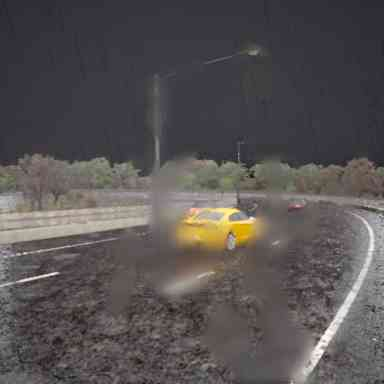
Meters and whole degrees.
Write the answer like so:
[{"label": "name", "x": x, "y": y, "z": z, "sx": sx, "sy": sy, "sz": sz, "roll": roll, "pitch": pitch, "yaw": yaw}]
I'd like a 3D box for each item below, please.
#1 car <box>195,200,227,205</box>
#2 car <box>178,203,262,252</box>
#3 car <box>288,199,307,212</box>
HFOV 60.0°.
[{"label": "car", "x": 1.531, "y": 1.291, "z": 21.337, "sx": 2.097, "sy": 1.767, "sz": 4.553, "roll": 0, "pitch": 0, "yaw": 28}, {"label": "car", "x": 1.373, "y": 1.438, "z": 13.896, "sx": 1.882, "sy": 1.535, "sz": 5.008, "roll": 0, "pitch": 0, "yaw": 31}, {"label": "car", "x": 12.018, "y": 1.462, "z": 37.861, "sx": 1.994, "sy": 1.385, "sz": 4.181, "roll": 0, "pitch": 0, "yaw": 17}]
